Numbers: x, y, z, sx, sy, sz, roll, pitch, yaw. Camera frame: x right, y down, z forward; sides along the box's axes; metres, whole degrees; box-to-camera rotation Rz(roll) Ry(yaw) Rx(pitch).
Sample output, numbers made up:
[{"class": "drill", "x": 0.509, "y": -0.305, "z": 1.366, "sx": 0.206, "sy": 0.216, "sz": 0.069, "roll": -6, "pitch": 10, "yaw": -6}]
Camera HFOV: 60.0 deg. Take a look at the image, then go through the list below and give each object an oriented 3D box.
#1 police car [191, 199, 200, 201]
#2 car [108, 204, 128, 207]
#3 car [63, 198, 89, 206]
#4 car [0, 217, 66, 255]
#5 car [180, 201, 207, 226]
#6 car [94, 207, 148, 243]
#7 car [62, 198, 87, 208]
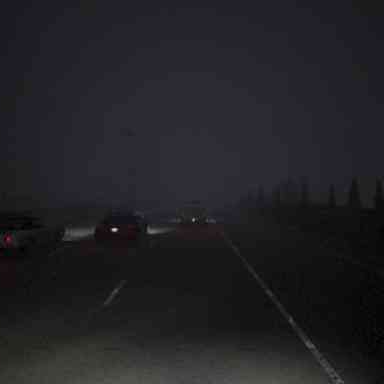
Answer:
[{"class": "police car", "x": 0.391, "y": 1.704, "z": 41.240, "sx": 2.038, "sy": 1.542, "sz": 4.974, "roll": 0, "pitch": 0, "yaw": 4}, {"class": "car", "x": -6.902, "y": 1.752, "z": 31.534, "sx": 1.895, "sy": 1.301, "sz": 4.718, "roll": 0, "pitch": 0, "yaw": 0}, {"class": "car", "x": -13.827, "y": 1.796, "z": 40.700, "sx": 1.895, "sy": 1.301, "sz": 4.718, "roll": 0, "pitch": 0, "yaw": 3}, {"class": "car", "x": -6.902, "y": 1.667, "z": 13.663, "sx": 1.895, "sy": 1.301, "sz": 4.718, "roll": 0, "pitch": 0, "yaw": 0}, {"class": "car", "x": 0.098, "y": 1.642, "z": 24.205, "sx": 1.812, "sy": 1.442, "sz": 4.674, "roll": 0, "pitch": 0, "yaw": 0}, {"class": "car", "x": -3.403, "y": 1.644, "z": 16.604, "sx": 1.994, "sy": 1.385, "sz": 4.181, "roll": 0, "pitch": 0, "yaw": 0}, {"class": "car", "x": -19.299, "y": 1.789, "z": 54.808, "sx": 1.812, "sy": 1.442, "sz": 4.674, "roll": 0, "pitch": 0, "yaw": 10}]
